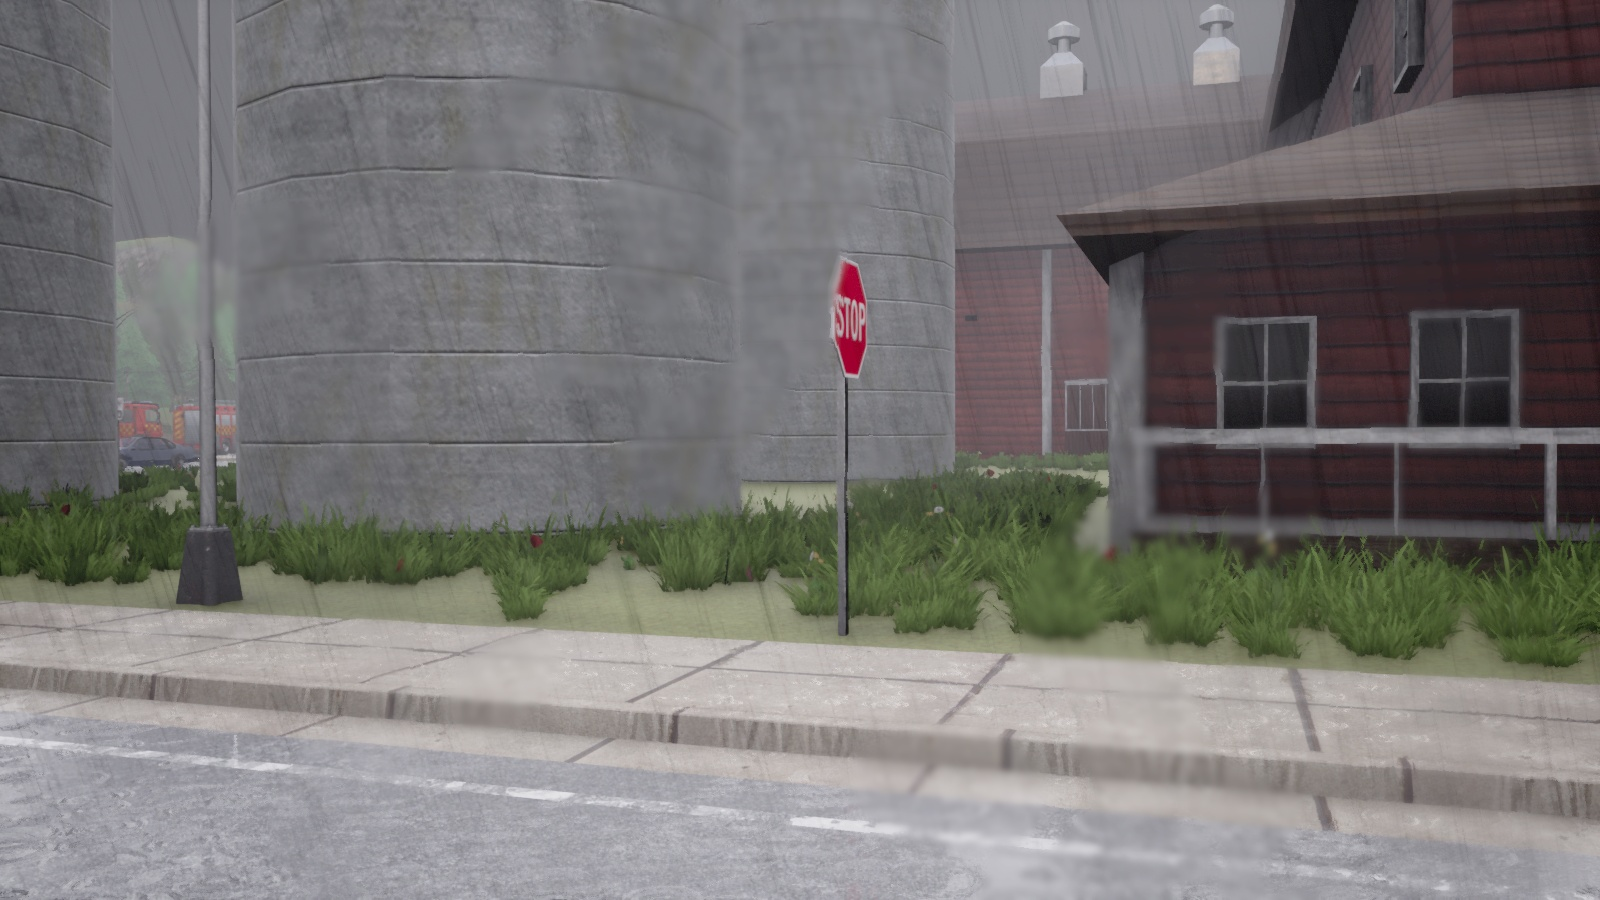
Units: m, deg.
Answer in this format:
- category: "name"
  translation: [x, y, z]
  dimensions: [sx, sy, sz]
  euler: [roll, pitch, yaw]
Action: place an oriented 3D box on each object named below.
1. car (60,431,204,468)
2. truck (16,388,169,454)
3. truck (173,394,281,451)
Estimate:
- category: "car"
  translation: [-27.600, -0.064, 52.101]
  dimensions: [2.033, 1.411, 5.357]
  euler: [1, 1, 18]
- category: "truck"
  translation: [-43.146, -1.733, 76.965]
  dimensions: [2.891, 3.827, 8.468]
  euler: [1, 1, 18]
- category: "truck"
  translation: [-40.253, -1.908, 88.614]
  dimensions: [2.891, 3.827, 8.468]
  euler: [0, 1, 7]
